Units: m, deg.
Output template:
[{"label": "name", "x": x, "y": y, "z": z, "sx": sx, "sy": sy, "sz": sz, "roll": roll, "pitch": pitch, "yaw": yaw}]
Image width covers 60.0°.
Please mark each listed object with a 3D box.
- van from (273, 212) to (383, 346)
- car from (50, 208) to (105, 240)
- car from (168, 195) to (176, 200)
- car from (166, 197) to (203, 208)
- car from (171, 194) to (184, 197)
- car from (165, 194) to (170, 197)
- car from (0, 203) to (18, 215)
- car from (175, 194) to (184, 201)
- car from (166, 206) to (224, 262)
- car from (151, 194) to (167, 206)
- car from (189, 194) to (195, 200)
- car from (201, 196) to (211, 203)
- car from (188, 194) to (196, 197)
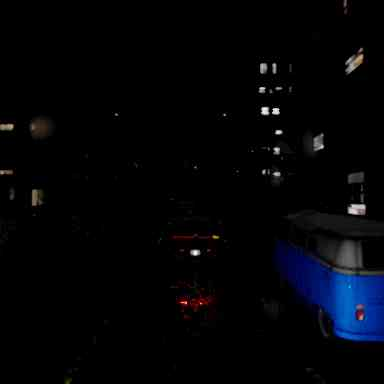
[{"label": "van", "x": 2.707, "y": 1.341, "z": 6.142, "sx": 1.690, "sy": 1.788, "sz": 3.998, "roll": 1, "pitch": 0, "yaw": 0}, {"label": "car", "x": -5.678, "y": 1.548, "z": 16.963, "sx": 2.008, "sy": 1.369, "sz": 4.403, "roll": 1, "pitch": 0, "yaw": 0}, {"label": "car", "x": -5.685, "y": 1.564, "z": 94.722, "sx": 1.802, "sy": 1.307, "sz": 4.206, "roll": 1, "pitch": 0, "yaw": 0}, {"label": "car", "x": -0.767, "y": 1.473, "z": 29.174, "sx": 1.882, "sy": 1.535, "sz": 5.008, "roll": 0, "pitch": 0, "yaw": -12}, {"label": "car", "x": -3.014, "y": 1.341, "z": 67.215, "sx": 2.097, "sy": 1.767, "sz": 4.553, "roll": 0, "pitch": 0, "yaw": 0}, {"label": "car", "x": -5.682, "y": 1.533, "z": 60.601, "sx": 1.887, "sy": 1.381, "sz": 4.507, "roll": 1, "pitch": 0, "yaw": 0}, {"label": "car", "x": -19.303, "y": 1.607, "z": 32.216, "sx": 4.507, "sy": 1.381, "sz": 1.887, "roll": 0, "pitch": -1, "yaw": 1}, {"label": "car", "x": -3.008, "y": 1.336, "z": 82.686, "sx": 2.097, "sy": 1.767, "sz": 4.553, "roll": 0, "pitch": 0, "yaw": 0}, {"label": "car", "x": 0.099, "y": 1.505, "z": 12.156, "sx": 1.837, "sy": 1.490, "sz": 4.892, "roll": 0, "pitch": 0, "yaw": 0}, {"label": "car", "x": -5.758, "y": 1.534, "z": 54.919, "sx": 1.887, "sy": 1.381, "sz": 4.507, "roll": 1, "pitch": 0, "yaw": 0}, {"label": "car", "x": -0.008, "y": 1.292, "z": 93.016, "sx": 1.882, "sy": 1.535, "sz": 5.008, "roll": 0, "pitch": 0, "yaw": 0}, {"label": "car", "x": 2.700, "y": 1.427, "z": 66.350, "sx": 1.967, "sy": 1.590, "sz": 4.097, "roll": 1, "pitch": 0, "yaw": 0}, {"label": "car", "x": -0.007, "y": 1.453, "z": 82.590, "sx": 1.882, "sy": 1.535, "sz": 5.008, "roll": 0, "pitch": 0, "yaw": 0}]
